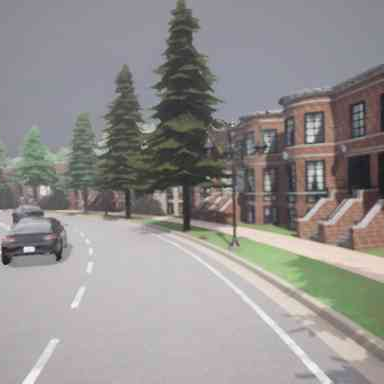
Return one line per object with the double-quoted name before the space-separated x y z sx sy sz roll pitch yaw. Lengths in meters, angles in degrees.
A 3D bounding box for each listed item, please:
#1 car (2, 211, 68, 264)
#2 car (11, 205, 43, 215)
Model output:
"car" -5.768 1.662 12.542 1.812 1.442 4.674 -1 -1 -18
"car" -13.087 1.811 26.579 1.837 1.490 4.892 -1 0 -36
